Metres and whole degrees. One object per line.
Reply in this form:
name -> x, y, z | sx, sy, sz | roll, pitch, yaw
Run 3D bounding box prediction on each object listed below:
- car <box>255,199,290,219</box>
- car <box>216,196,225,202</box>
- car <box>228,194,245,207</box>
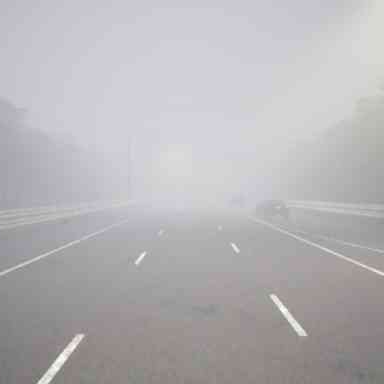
car -> 7.124, 1.371, 29.933 | 2.097, 1.767, 4.553 | 0, 0, -2
car -> 7.118, 1.677, 82.159 | 1.882, 1.535, 5.008 | 0, -1, 0
car -> 7.015, 1.254, 52.864 | 2.150, 2.045, 5.566 | 0, 0, 0
